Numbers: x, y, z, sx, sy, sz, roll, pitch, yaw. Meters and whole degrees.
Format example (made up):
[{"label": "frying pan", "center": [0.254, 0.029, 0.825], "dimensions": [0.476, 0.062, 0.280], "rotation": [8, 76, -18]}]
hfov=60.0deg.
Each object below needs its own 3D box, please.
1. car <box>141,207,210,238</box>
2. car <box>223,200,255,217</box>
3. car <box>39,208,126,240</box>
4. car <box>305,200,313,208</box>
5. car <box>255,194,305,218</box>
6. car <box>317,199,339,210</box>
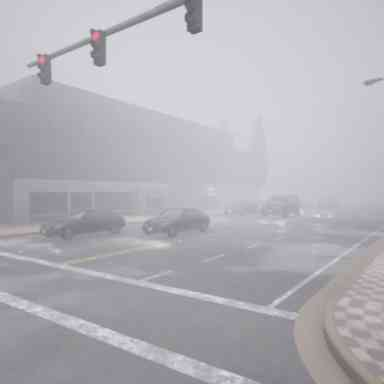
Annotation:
[{"label": "car", "center": [-0.746, 1.586, 18.544], "dimensions": [1.812, 1.442, 4.674], "rotation": [0, 0, 36]}, {"label": "car", "center": [4.840, 1.565, 32.243], "dimensions": [2.128, 1.511, 4.902], "rotation": [0, 0, 36]}, {"label": "car", "center": [-5.646, 1.609, 17.684], "dimensions": [1.812, 1.442, 4.674], "rotation": [0, 0, 37]}, {"label": "car", "center": [15.475, 1.733, 46.792], "dimensions": [1.895, 1.301, 4.718], "rotation": [0, 0, 36]}, {"label": "car", "center": [8.373, 1.270, 31.160], "dimensions": [2.150, 2.045, 5.566], "rotation": [0, 0, 36]}, {"label": "car", "center": [18.311, 1.558, 44.742], "dimensions": [1.895, 1.301, 4.718], "rotation": [0, 0, 36]}]
